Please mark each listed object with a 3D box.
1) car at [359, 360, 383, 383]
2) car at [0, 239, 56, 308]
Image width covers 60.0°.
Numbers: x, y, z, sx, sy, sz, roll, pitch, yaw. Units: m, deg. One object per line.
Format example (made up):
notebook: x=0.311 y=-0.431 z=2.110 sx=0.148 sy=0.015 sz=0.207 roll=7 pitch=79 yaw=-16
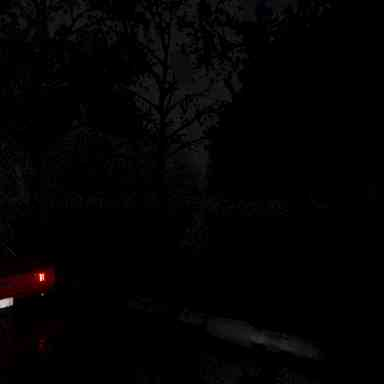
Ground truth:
car: x=3.162 y=1.504 z=1.123 sx=4.892 sy=1.490 sz=1.837 roll=0 pitch=0 yaw=35
car: x=-4.993 y=1.611 z=6.964 sx=4.718 sy=1.301 sz=1.895 roll=0 pitch=0 yaw=36
